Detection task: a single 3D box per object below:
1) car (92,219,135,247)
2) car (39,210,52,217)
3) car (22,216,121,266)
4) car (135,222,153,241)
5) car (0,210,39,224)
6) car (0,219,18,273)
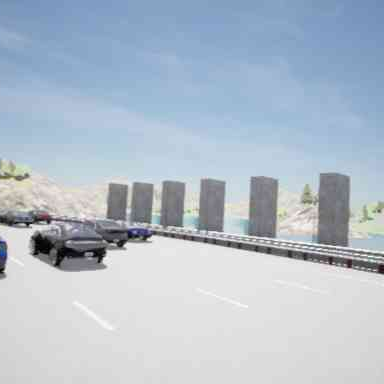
[{"bbox_3d":[-5.577,2.353,19.471,1.837,1.490,4.892,6,-4,-41],"label":"car"},{"bbox_3d":[-16.976,2.678,36.186,4.892,1.490,1.837,1,-4,43],"label":"car"},{"bbox_3d":[-5.199,2.024,13.714,2.128,1.511,4.902,6,-4,-39],"label":"car"},{"bbox_3d":[-4.878,2.751,23.922,1.895,1.301,4.718,6,-4,-42],"label":"car"},{"bbox_3d":[-16.640,2.440,31.078,5.357,1.411,2.033,0,-5,44],"label":"car"},{"bbox_3d":[-7.568,1.721,11.111,1.882,1.535,5.008,6,-4,-39],"label":"car"}]
